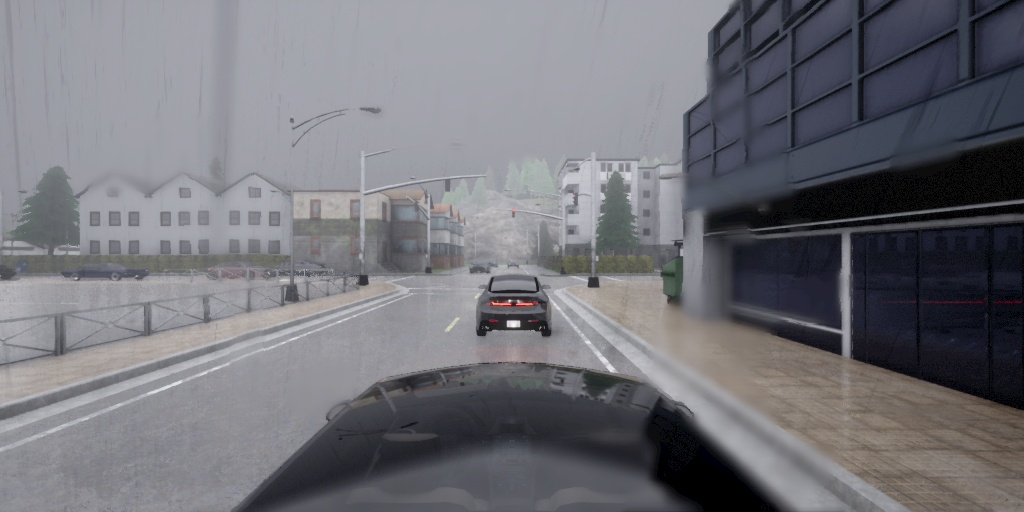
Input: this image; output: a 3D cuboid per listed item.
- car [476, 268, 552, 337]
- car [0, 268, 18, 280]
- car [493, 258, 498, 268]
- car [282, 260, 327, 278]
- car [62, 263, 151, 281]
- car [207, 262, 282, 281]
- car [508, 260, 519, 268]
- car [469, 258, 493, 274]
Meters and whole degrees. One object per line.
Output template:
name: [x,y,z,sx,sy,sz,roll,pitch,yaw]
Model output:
car: [0.067,1.255,10.344,1.837,1.490,4.892,0,0,1]
car: [-40.133,1.174,26.626,4.718,1.301,1.895,0,0,1]
car: [-3.489,1.102,59.684,2.097,1.767,4.553,0,0,0]
car: [-18.201,1.065,30.144,4.902,1.511,2.128,0,0,1]
car: [-29.911,1.174,26.546,4.718,1.301,1.895,0,0,0]
car: [-19.891,1.138,26.500,4.181,1.385,1.994,0,0,0]
car: [0.181,1.351,60.994,1.895,1.301,4.718,0,0,-1]
car: [-3.545,1.102,40.199,2.097,1.767,4.553,0,0,0]
